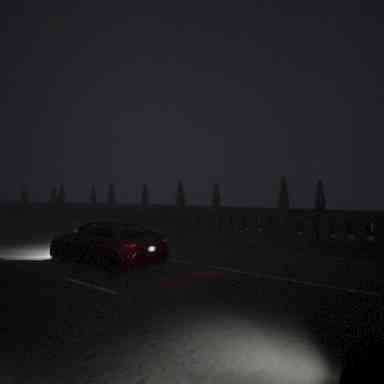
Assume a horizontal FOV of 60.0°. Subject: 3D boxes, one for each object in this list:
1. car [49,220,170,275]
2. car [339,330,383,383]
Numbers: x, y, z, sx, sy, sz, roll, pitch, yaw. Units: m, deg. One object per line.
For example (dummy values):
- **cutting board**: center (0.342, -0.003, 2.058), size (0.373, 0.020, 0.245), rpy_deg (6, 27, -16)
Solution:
- **car**: center (-2.725, 1.585, 10.648), size (4.181, 1.385, 1.994), rpy_deg (0, 0, 38)
- **car**: center (3.382, 1.517, 1.713), size (4.892, 1.490, 1.837), rpy_deg (0, 0, 34)
